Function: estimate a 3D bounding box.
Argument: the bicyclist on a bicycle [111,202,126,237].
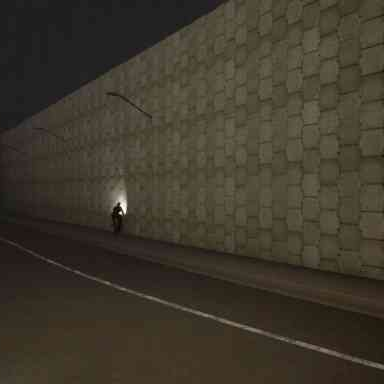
[{"bbox_3d":[-3.587,1.325,16.192,0.582,1.620,1.656,0,6,12],"label":"bicyclist on a bicycle"}]
